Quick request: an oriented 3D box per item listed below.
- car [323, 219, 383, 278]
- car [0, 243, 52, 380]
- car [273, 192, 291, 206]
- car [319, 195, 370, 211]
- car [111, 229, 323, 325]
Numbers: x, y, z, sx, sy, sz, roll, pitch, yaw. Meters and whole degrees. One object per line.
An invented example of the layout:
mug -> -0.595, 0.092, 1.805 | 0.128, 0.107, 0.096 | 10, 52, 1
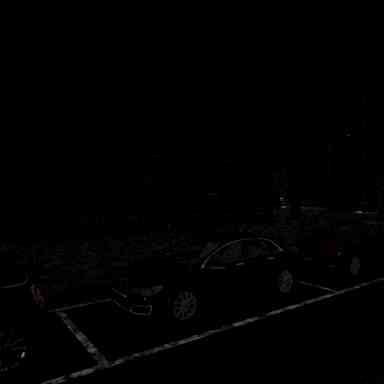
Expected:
car -> 4.946, 1.545, 10.169 | 4.507, 1.381, 1.887 | 0, 0, -35
car -> -3.944, 1.440, 3.838 | 4.097, 1.590, 1.967 | 0, 0, -35
car -> 10.204, 0.834, 41.325 | 2.097, 1.767, 4.553 | 0, 1, -35
car -> 15.452, 1.135, 33.979 | 1.882, 1.535, 5.008 | 0, 1, -35
car -> 0.501, 1.551, 7.003 | 4.403, 1.369, 2.008 | 0, 0, -35
